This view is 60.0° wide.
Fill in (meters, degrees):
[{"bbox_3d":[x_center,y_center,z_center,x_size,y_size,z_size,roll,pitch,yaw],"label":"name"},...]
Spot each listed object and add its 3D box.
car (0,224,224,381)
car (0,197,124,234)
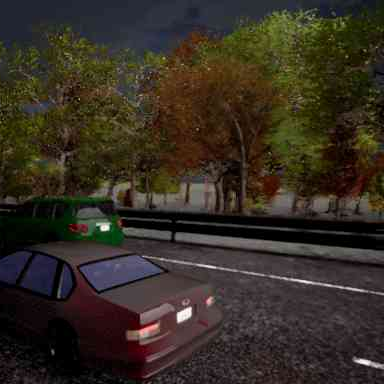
[{"bbox_3d":[-2.138,1.536,5.517,5.357,1.411,2.033,0,0,36],"label":"car"},{"bbox_3d":[-4.852,1.195,11.755,5.566,2.045,2.150,0,0,36],"label":"car"}]
